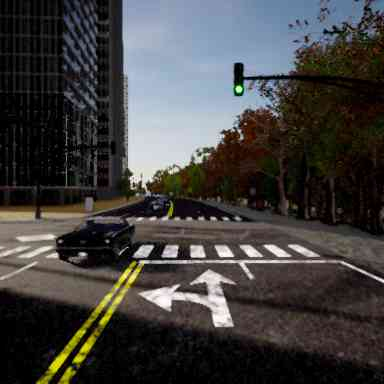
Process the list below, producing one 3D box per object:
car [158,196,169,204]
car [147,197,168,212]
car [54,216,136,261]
[{"bbox_3d":[-5.516,1.594,63.998,2.033,1.411,5.357,0,0,-4],"label":"car"},{"bbox_3d":[-4.139,1.523,39.343,2.128,1.511,4.902,0,0,-2],"label":"car"},{"bbox_3d":[-3.361,1.617,12.392,1.895,1.301,4.718,0,0,-1],"label":"car"}]
